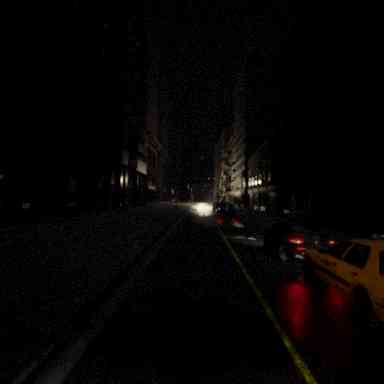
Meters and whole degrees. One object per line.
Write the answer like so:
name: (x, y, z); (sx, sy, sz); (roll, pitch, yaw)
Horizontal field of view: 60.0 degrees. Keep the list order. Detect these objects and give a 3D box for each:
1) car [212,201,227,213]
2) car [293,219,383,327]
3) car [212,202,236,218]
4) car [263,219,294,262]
car: (3.948, 2.212, 48.985); (1.882, 1.535, 5.008); (1, -1, 1)
car: (3.959, 1.647, 7.283); (1.801, 1.575, 5.366); (1, -1, 1)
car: (3.745, 1.926, 37.561); (2.097, 1.767, 4.553); (1, -1, 1)
car: (4.082, 1.792, 13.090); (1.812, 1.442, 4.674); (1, -1, 1)
